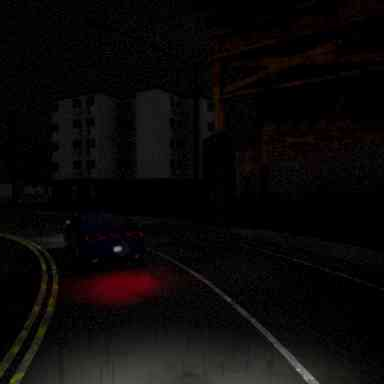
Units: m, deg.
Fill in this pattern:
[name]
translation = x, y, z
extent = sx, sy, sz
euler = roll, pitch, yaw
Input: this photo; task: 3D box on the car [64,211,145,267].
[car]
translation = -3.129, 1.371, 11.281
extent = 1.882, 1.535, 5.008
euler = -1, 1, -27
